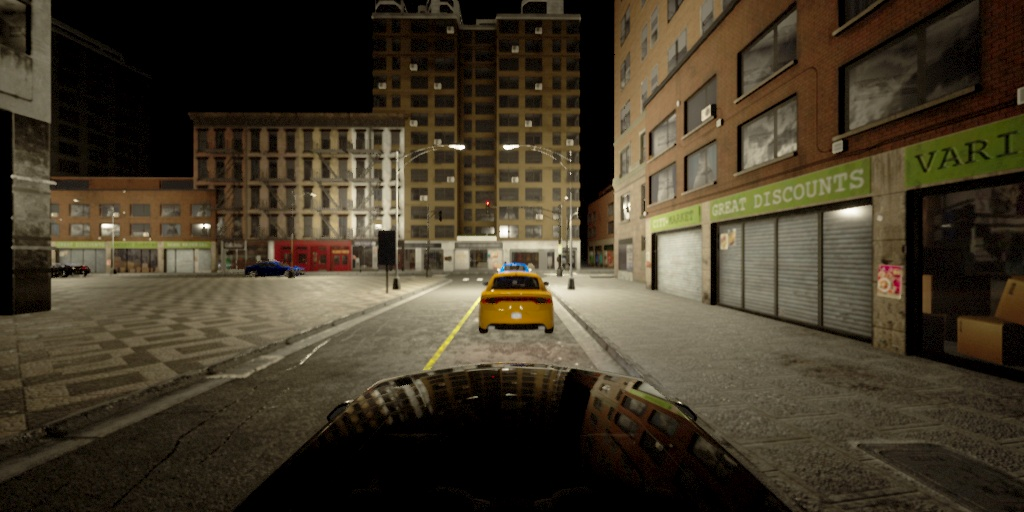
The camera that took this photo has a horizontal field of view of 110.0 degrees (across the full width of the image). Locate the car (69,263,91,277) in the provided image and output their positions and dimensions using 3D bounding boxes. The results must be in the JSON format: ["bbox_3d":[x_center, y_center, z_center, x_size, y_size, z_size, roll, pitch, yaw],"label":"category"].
[{"bbox_3d":[-45.585,1.431,36.115,4.902,1.511,2.128,0,0,0],"label":"car"}]

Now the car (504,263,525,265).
[{"bbox_3d":[0.143,1.158,20.795,1.882,1.535,5.008,0,0,0],"label":"car"}]

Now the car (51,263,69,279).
[{"bbox_3d":[-44.722,1.413,33.017,5.008,1.535,1.882,-1,0,0],"label":"car"}]

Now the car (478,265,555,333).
[{"bbox_3d":[0.117,1.197,10.610,1.882,1.535,5.008,0,0,0],"label":"car"}]

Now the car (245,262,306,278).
[{"bbox_3d":[-21.857,1.270,33.211,5.008,1.535,1.882,0,0,-1],"label":"car"}]
